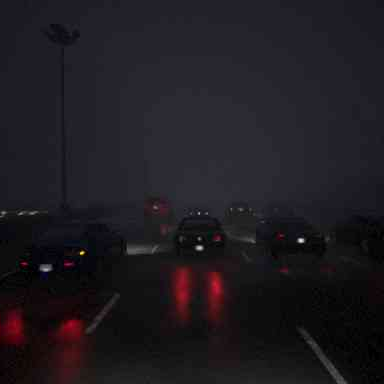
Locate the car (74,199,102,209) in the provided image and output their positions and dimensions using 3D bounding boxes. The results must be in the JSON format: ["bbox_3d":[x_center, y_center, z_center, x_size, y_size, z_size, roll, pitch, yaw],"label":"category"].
[{"bbox_3d":[-13.267,1.678,43.956,2.128,1.511,4.902,0,0,1],"label":"car"}]

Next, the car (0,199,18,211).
[{"bbox_3d":[-23.775,1.679,43.556,2.033,1.411,5.357,0,0,1],"label":"car"}]

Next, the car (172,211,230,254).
[{"bbox_3d":[0.321,1.680,13.903,1.895,1.301,4.718,0,0,1],"label":"car"}]

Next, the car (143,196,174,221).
[{"bbox_3d":[-2.875,1.372,29.314,2.150,2.045,5.566,0,0,1],"label":"car"}]

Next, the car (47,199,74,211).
[{"bbox_3d":[-16.765,1.675,43.977,1.837,1.490,4.892,0,-1,1],"label":"car"}]

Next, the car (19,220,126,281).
[{"bbox_3d":[-3.280,1.565,9.898,1.812,1.442,4.674,0,0,1],"label":"car"}]

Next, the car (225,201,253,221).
[{"bbox_3d":[4.131,1.540,29.817,2.097,1.767,4.553,0,0,1],"label":"car"}]

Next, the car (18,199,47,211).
[{"bbox_3d":[-20.271,1.627,43.667,1.882,1.535,5.008,0,-1,1],"label":"car"}]

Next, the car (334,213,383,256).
[{"bbox_3d":[7.314,1.616,13.599,1.837,1.490,4.892,0,0,1],"label":"car"}]

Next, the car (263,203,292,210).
[{"bbox_3d":[7.638,1.698,30.040,2.128,1.511,4.902,0,0,1],"label":"car"}]

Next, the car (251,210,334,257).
[{"bbox_3d":[3.809,1.658,13.470,1.994,1.385,4.181,0,0,1],"label":"car"}]

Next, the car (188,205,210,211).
[{"bbox_3d":[0.612,1.767,28.919,1.895,1.301,4.718,0,0,1],"label":"car"}]
